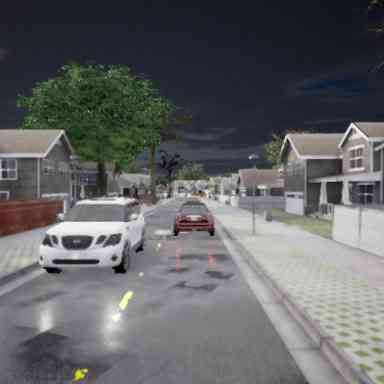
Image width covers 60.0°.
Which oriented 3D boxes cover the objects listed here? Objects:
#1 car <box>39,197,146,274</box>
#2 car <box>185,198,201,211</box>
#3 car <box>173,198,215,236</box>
[{"bbox_3d":[-2.849,1.219,10.885,2.150,2.045,5.566,0,0,0],"label":"car"},{"bbox_3d":[0.104,1.488,40.978,1.837,1.490,4.892,0,0,0],"label":"car"},{"bbox_3d":[0.102,1.347,18.586,2.097,1.767,4.553,0,0,0],"label":"car"}]
